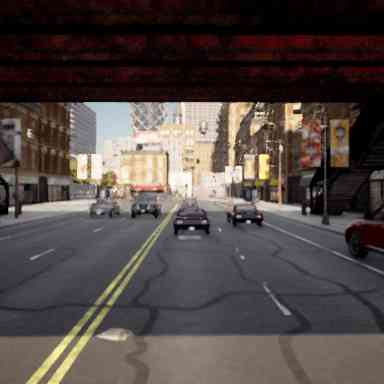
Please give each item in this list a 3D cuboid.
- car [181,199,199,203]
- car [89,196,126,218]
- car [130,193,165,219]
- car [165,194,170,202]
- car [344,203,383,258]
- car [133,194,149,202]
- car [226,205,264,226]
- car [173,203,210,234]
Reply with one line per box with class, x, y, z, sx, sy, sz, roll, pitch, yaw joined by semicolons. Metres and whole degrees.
car;-0.237;1.417;36.145;2.033;1.411;5.357;0;0;-1
car;-7.347;1.386;28.566;2.128;1.511;4.902;0;0;-1
car;-3.849;1.116;28.725;2.150;2.045;5.566;0;0;-1
car;-6.897;1.223;69.523;1.882;1.535;5.008;0;0;-24
car;6.523;1.196;9.455;2.435;2.045;5.566;0;0;-1
car;-10.649;1.271;69.290;2.128;1.511;4.902;0;0;-24
car;3.422;1.521;22.502;1.895;1.301;4.718;0;0;-1
car;-0.038;1.532;18.906;1.895;1.301;4.718;0;0;-1
